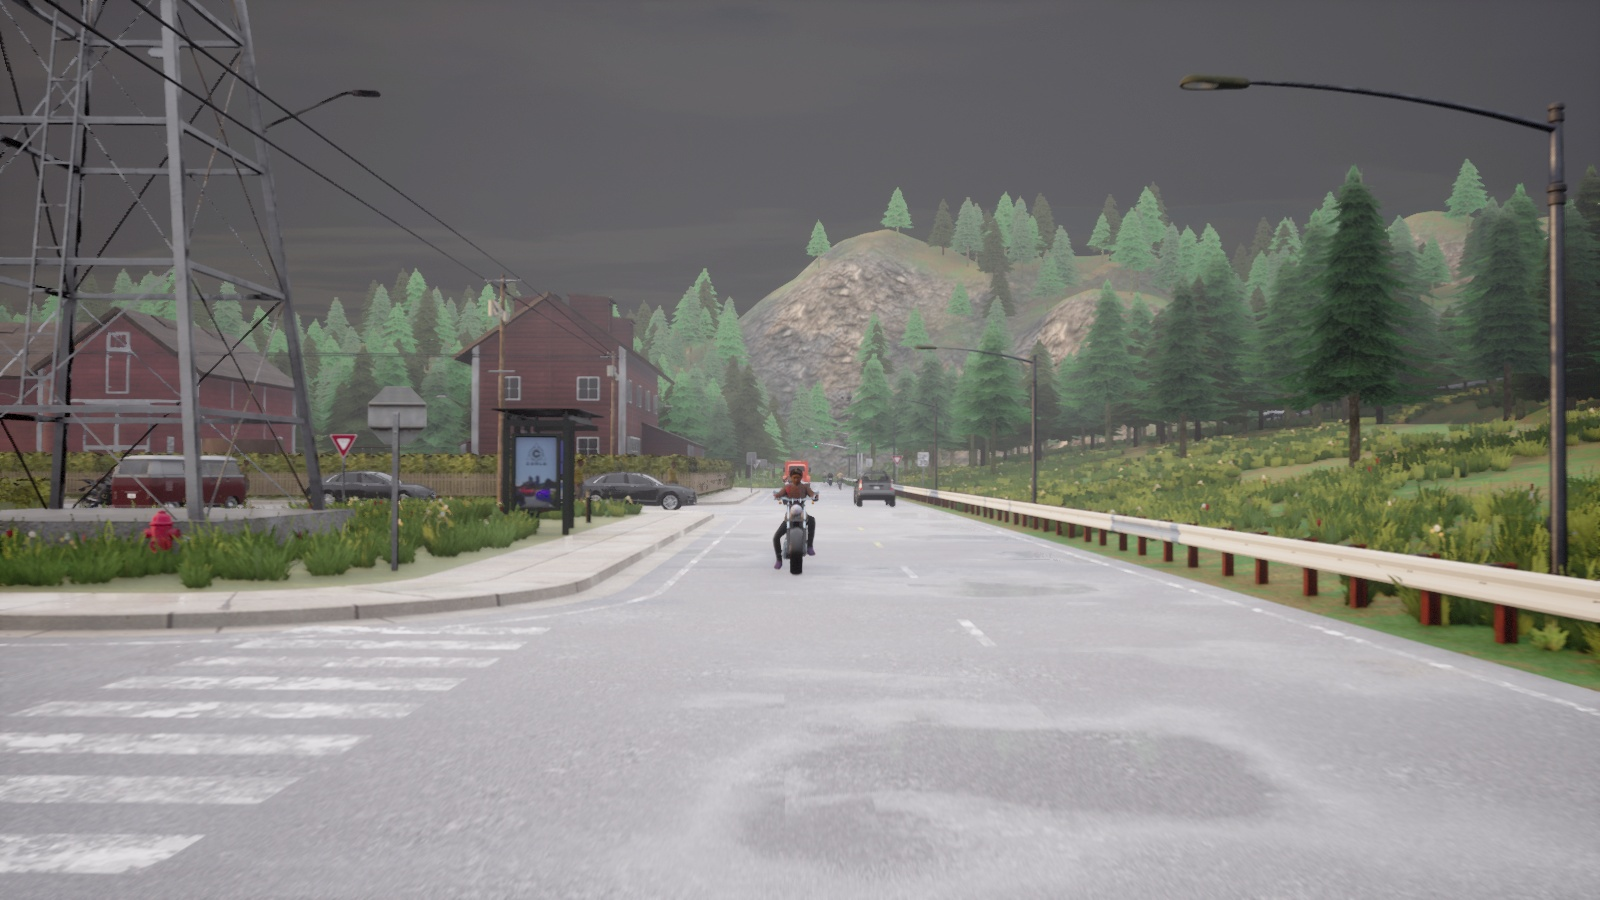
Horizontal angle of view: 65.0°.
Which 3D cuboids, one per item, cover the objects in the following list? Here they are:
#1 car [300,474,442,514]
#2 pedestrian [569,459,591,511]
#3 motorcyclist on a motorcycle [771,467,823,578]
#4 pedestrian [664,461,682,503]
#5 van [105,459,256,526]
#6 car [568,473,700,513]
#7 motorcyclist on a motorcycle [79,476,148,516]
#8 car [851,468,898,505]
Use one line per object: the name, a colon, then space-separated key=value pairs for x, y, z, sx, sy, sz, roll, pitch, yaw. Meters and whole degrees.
car: x=-16.551 y=1.700 z=48.627 sx=4.892 sy=1.490 sz=1.837 roll=0 pitch=-1 yaw=-1
pedestrian: x=-7.839 y=1.251 z=44.770 sx=0.709 sy=1.840 sz=0.431 roll=0 pitch=-1 yaw=4
motorcyclist on a motorcycle: x=-0.049 y=1.098 z=19.872 sx=0.766 sy=1.649 sz=2.350 roll=0 pitch=-1 yaw=0
pedestrian: x=-5.615 y=1.422 z=55.509 sx=0.709 sy=1.840 sz=0.431 roll=-1 pitch=-1 yaw=34
van: x=-19.570 y=1.314 z=39.915 sx=1.775 sy=1.987 sz=4.442 roll=-1 pitch=-1 yaw=16
car: x=-6.396 y=1.661 z=48.751 sx=4.892 sy=1.490 sz=1.837 roll=0 pitch=-1 yaw=-1
motorcyclist on a motorcycle: x=-26.533 y=1.769 z=48.550 sx=2.191 sy=1.530 sz=0.866 roll=0 pitch=-1 yaw=0
car: x=3.361 y=1.657 z=57.224 sx=1.851 sy=1.617 sz=3.988 roll=0 pitch=-1 yaw=0
